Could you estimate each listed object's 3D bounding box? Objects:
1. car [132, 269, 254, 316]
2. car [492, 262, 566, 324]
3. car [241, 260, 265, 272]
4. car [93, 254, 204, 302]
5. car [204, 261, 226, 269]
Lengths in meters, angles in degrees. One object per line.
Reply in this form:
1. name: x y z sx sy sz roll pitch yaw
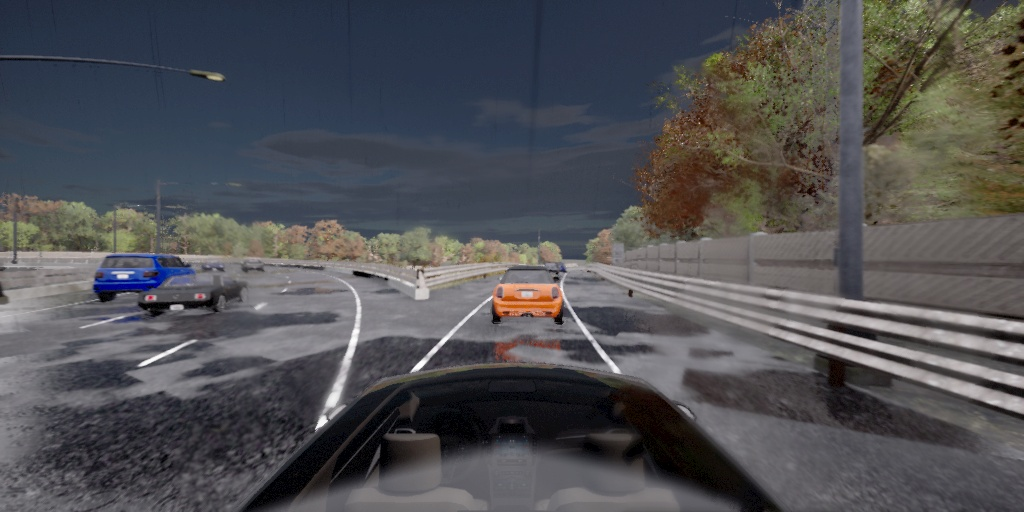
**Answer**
1. car: -11.403 1.322 13.285 1.895 1.301 4.718 0 0 -24
2. car: 0.562 1.103 12.234 2.097 1.767 4.553 0 0 3
3. car: -30.715 1.164 42.498 2.128 1.511 4.902 0 0 -42
4. car: -17.065 0.929 17.030 2.150 2.045 5.566 0 0 -26
5. car: -34.994 1.263 42.029 1.895 1.301 4.718 0 0 -43
